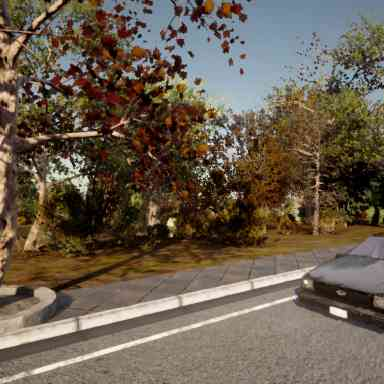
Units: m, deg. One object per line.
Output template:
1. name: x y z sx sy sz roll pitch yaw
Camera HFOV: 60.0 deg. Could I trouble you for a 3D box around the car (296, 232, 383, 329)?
1. car: 4.530 1.561 6.915 5.357 1.411 2.033 0 0 -35
